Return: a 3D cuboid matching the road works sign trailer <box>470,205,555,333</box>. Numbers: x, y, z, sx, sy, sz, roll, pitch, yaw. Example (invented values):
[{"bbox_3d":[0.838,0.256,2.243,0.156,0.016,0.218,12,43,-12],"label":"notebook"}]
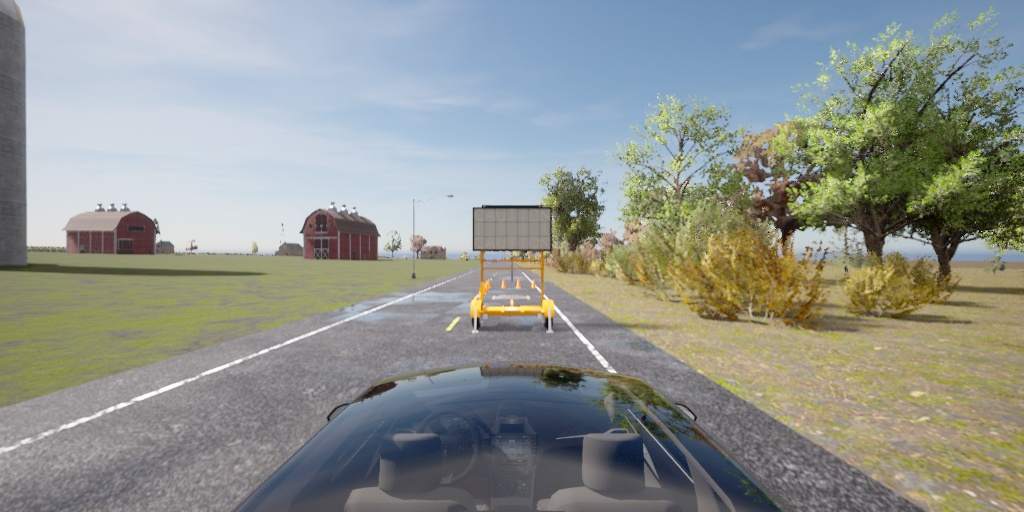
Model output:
[{"bbox_3d":[0.005,0.259,10.943,2.380,3.560,2.880,0,0,0],"label":"road works sign trailer"}]
